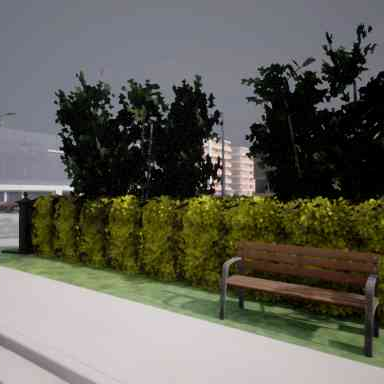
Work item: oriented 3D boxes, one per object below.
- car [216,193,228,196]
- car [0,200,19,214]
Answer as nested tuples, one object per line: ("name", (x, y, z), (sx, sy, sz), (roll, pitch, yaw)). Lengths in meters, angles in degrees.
("car", (5.595, 0.766, 66.528), (1.812, 1.442, 4.674), (0, 1, 36))
("car", (-17.064, 1.563, 34.400), (1.895, 1.301, 4.718), (0, 0, 35))
